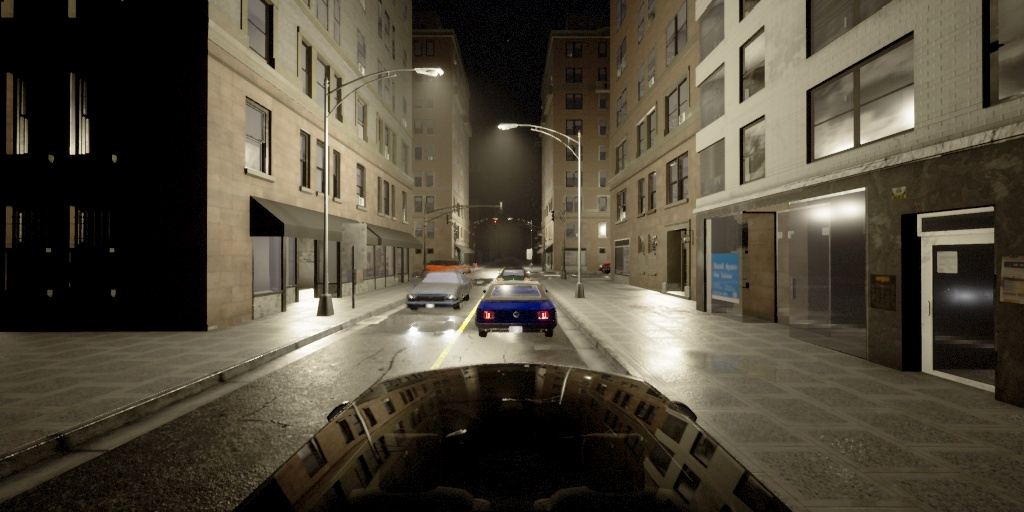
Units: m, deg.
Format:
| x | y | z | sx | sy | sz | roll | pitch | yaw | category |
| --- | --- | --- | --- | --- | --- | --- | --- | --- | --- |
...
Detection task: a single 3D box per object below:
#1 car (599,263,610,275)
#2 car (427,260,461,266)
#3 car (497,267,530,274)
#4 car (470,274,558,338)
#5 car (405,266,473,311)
| x | y | z | sx | sy | sz | roll | pitch | yaw | category |
| --- | --- | --- | --- | --- | --- | --- | --- | --- | --- |
| 12.060 | 1.254 | 37.495 | 5.008 | 1.535 | 1.882 | 0 | 0 | 0 | car |
| -5.631 | 1.116 | 31.881 | 4.553 | 1.767 | 2.097 | 0 | 0 | 33 | car |
| 0.086 | 1.321 | 20.115 | 1.994 | 1.385 | 4.181 | 0 | 0 | 0 | car |
| 0.096 | 1.352 | 10.226 | 1.895 | 1.301 | 4.718 | 0 | 0 | 0 | car |
| -2.759 | 1.301 | 14.757 | 2.033 | 1.411 | 5.357 | 0 | 0 | 0 | car |
